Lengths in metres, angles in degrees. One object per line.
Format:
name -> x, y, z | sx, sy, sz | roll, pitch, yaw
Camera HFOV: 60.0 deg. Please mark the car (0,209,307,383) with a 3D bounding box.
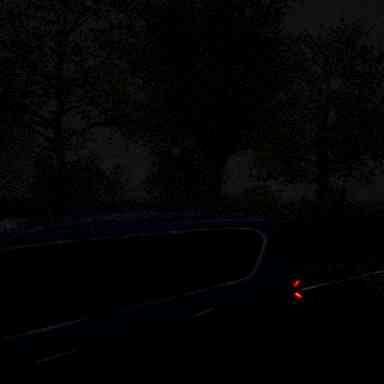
car -> -1.333, 1.227, 2.989 | 5.566, 2.045, 2.150 | 0, 0, -35
